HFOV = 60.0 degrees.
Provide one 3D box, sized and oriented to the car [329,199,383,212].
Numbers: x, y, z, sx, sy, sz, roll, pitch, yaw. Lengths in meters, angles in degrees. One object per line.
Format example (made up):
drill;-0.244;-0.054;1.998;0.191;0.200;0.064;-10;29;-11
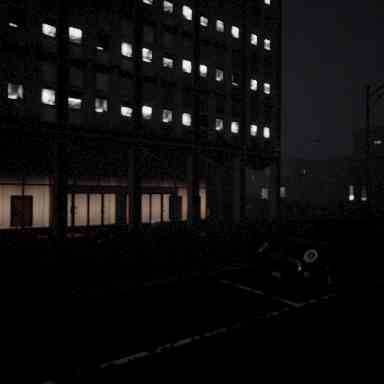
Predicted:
car;17.644;1.597;34.749;2.033;1.411;5.357;1;0;-35

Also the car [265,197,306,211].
car;11.958;1.485;42.970;1.882;1.535;5.008;1;0;-35

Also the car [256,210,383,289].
car;3.652;1.471;9.166;4.097;1.590;1.967;0;0;-36

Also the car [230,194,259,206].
car;8.986;1.321;57.467;2.192;1.841;5.009;1;0;-35

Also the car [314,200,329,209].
car;18.332;1.598;43.942;1.752;1.417;4.829;1;0;-35

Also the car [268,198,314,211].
car;11.534;1.547;39.038;2.008;1.369;4.403;1;0;-35

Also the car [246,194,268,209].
car;8.389;1.288;43.594;2.192;1.841;5.009;1;0;-35

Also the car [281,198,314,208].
car;15.280;1.632;48.357;1.802;1.307;4.206;1;0;-35
